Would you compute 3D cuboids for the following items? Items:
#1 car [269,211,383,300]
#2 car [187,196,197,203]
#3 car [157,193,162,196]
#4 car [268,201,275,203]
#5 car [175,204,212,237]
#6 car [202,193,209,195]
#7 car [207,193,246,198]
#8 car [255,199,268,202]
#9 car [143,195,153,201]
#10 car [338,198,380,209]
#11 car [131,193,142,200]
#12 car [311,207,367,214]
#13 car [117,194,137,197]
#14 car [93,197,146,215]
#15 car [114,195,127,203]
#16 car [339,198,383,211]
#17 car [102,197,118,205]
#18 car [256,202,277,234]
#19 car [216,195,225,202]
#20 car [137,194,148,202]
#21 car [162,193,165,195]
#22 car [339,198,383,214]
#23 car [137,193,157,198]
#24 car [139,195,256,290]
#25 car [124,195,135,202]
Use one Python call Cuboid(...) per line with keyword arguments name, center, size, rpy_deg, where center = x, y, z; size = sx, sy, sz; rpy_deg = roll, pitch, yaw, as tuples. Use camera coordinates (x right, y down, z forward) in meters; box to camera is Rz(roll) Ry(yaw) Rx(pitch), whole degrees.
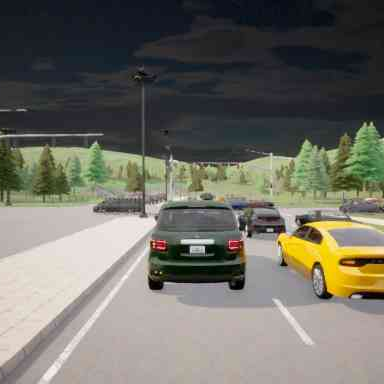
Cuboid(name="car", center=(3.589, 1.478, 8.466), size=(1.882, 1.535, 5.008), rpy_deg=(0, 0, 0))
Cuboid(name="car", center=(0.017, 1.564, 67.725), size=(1.994, 1.385, 4.181), rpy_deg=(0, 0, 0))
Cuboid(name="car", center=(-8.090, 1.355, 69.618), size=(2.097, 1.767, 4.553), rpy_deg=(0, 0, 0))
Cuboid(name="car", center=(9.056, 1.601, 46.131), size=(4.718, 1.301, 1.895), rpy_deg=(0, 0, 23))
Cuboid(name="car", center=(0.079, 1.505, 19.069), size=(1.837, 1.490, 4.892), rpy_deg=(0, 0, 0))
Cuboid(name="car", center=(3.410, 1.225, 75.895), size=(2.150, 2.045, 5.566), rpy_deg=(0, 0, 0))
Cuboid(name="car", center=(4.321, 1.352, 37.825), size=(4.553, 1.767, 2.097), rpy_deg=(0, 0, -2))
Cuboid(name="car", center=(7.032, 1.601, 43.494), size=(4.718, 1.301, 1.895), rpy_deg=(0, 0, 30))
Cuboid(name="car", center=(-11.613, 1.552, 88.158), size=(1.994, 1.385, 4.181), rpy_deg=(0, 0, 0))
Cuboid(name="car", center=(22.471, 1.526, 44.878), size=(4.674, 1.442, 1.812), rpy_deg=(0, 0, 1))
Cuboid(name="car", center=(-15.106, 1.224, 91.217), size=(2.150, 2.045, 5.566), rpy_deg=(0, 0, 0))
Cuboid(name="car", center=(7.080, 1.601, 17.864), size=(1.895, 1.301, 4.718), rpy_deg=(0, 0, 0))
Cuboid(name="car", center=(-11.687, 1.526, 60.189), size=(1.812, 1.442, 4.674), rpy_deg=(0, 0, 1))
Cuboid(name="car", center=(-7.424, 1.505, 33.423), size=(4.892, 1.490, 1.837), rpy_deg=(0, 0, -3))
Cuboid(name="car", center=(-15.091, 1.500, 70.287), size=(1.837, 1.490, 4.892), rpy_deg=(0, 0, 0))
Cuboid(name="car", center=(21.227, 1.492, 41.392), size=(4.902, 1.511, 2.128), rpy_deg=(0, 0, 1))
Cuboid(name="car", center=(-15.132, 1.564, 61.615), size=(1.994, 1.385, 4.181), rpy_deg=(0, 0, 0))
Cuboid(name="car", center=(3.580, 1.505, 17.691), size=(1.837, 1.490, 4.892), rpy_deg=(0, 0, 0))
Cuboid(name="car", center=(6.895, 1.478, 80.534), size=(1.882, 1.535, 5.008), rpy_deg=(0, 0, 0))
Cuboid(name="car", center=(-11.602, 1.355, 78.146), size=(2.097, 1.767, 4.553), rpy_deg=(0, 0, 0))
Cuboid(name="car", center=(-8.102, 1.552, 78.126), size=(1.994, 1.385, 4.181), rpy_deg=(0, 0, 0))
Cuboid(name="car", center=(17.433, 1.564, 34.407), size=(4.181, 1.385, 1.994), rpy_deg=(0, 0, 0))
Cuboid(name="car", center=(-8.142, 1.491, 60.537), size=(2.128, 1.511, 4.902), rpy_deg=(0, 0, 0))
Cuboid(name="car", center=(0.091, 1.221, 9.212), size=(2.150, 2.045, 5.566), rpy_deg=(0, 0, 0))
Cuboid(name="car", center=(-15.105, 1.478, 80.675), size=(1.882, 1.535, 5.008), rpy_deg=(0, 0, 0))
